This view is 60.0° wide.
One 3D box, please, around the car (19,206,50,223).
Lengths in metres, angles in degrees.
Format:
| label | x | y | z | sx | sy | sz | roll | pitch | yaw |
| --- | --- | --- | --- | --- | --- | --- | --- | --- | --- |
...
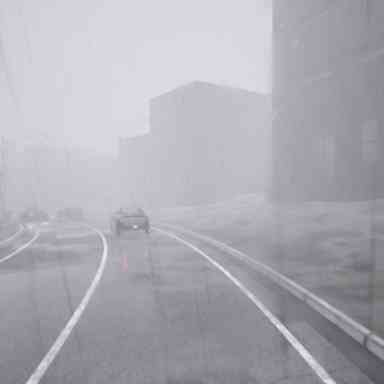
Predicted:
| label | x | y | z | sx | sy | sz | roll | pitch | yaw |
| --- | --- | --- | --- | --- | --- | --- | --- | --- | --- |
| car | -16.883 | 2.283 | 35.507 | 2.097 | 1.767 | 4.553 | -3 | -1 | -40 |

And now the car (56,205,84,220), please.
| label | x | y | z | sx | sy | sz | roll | pitch | yaw |
| --- | --- | --- | --- | --- | --- | --- | --- | --- | --- |
| car | -13.838 | 2.277 | 37.598 | 2.128 | 1.511 | 4.902 | -3 | -1 | -39 |

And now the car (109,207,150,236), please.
| label | x | y | z | sx | sy | sz | roll | pitch | yaw |
| --- | --- | --- | --- | --- | --- | --- | --- | --- | --- |
| car | -3.820 | 1.665 | 19.908 | 2.128 | 1.511 | 4.902 | -1 | -1 | -20 |
